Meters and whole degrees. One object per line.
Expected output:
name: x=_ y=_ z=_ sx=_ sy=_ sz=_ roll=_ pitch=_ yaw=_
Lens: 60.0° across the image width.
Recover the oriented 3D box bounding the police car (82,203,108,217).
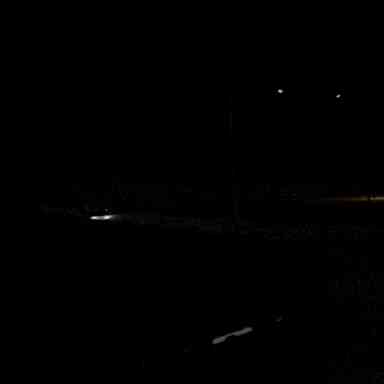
police car: x=-12.307 y=2.239 z=42.216 sx=2.038 sy=1.542 sz=4.974 roll=-3 pitch=1 yaw=-36
